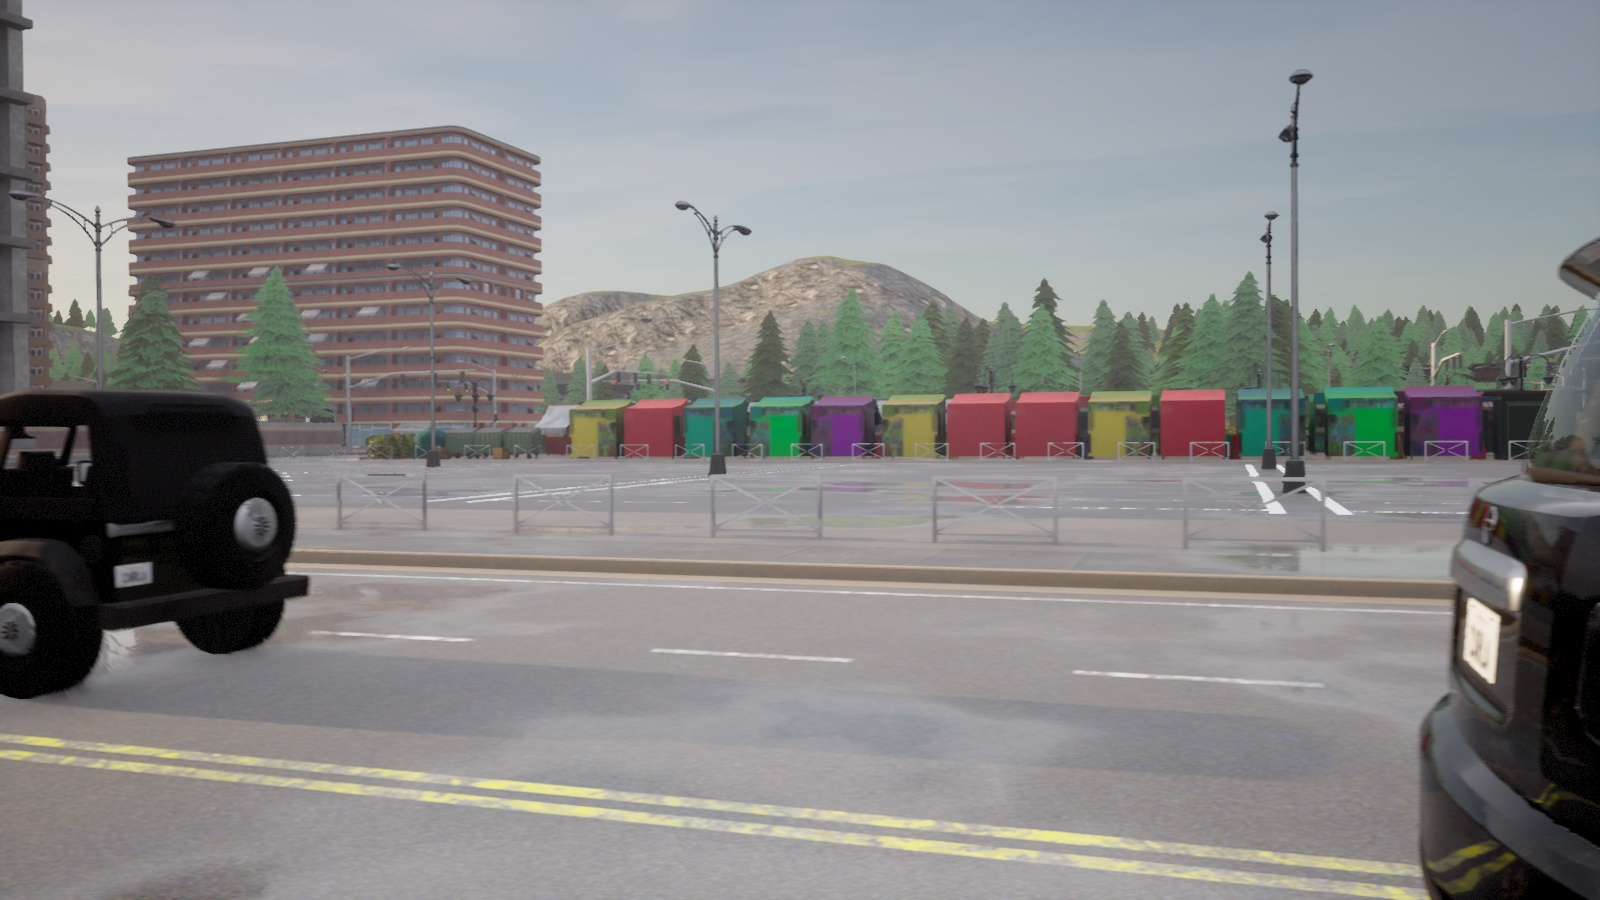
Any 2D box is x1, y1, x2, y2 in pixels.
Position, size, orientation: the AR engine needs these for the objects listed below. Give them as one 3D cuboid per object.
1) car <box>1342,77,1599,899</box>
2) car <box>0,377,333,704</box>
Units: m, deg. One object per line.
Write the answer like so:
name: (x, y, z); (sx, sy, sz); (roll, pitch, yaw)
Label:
car: (3.929, 0.520, 1.867); (5.566, 2.045, 2.150); (0, 1, 19)
car: (-5.493, 0.498, 8.730); (3.866, 1.878, 1.905); (0, 1, 19)
